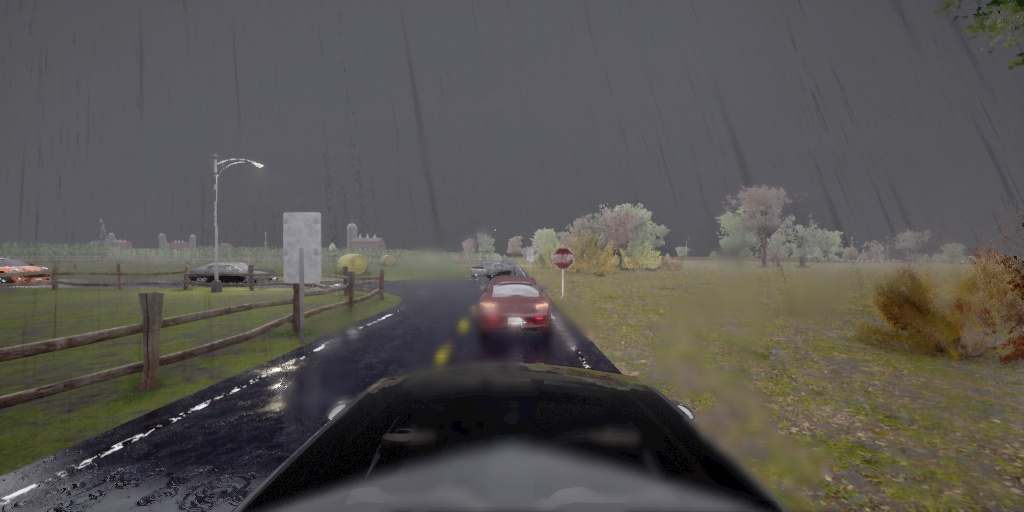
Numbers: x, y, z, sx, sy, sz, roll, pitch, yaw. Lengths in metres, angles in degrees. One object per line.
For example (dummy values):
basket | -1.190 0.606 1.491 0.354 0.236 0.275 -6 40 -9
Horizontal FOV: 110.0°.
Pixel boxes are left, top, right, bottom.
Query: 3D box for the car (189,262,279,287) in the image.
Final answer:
car | -17.618 1.148 22.858 4.902 1.511 2.128 0 1 -1

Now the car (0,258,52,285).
car | -32.218 0.908 22.692 4.553 1.767 2.097 1 1 -1

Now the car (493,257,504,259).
car | -2.872 1.355 59.529 1.994 1.385 4.181 0 0 0

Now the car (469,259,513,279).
car | -1.454 1.245 29.262 2.128 1.511 4.902 1 0 31

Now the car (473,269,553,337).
car | 0.053 1.275 10.153 1.812 1.442 4.674 0 0 -1
